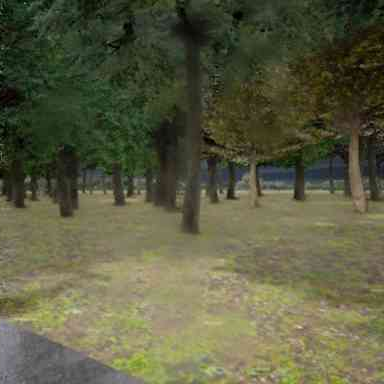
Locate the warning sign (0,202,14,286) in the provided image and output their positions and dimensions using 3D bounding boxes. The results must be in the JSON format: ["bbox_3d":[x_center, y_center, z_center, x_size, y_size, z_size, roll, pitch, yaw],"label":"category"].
[{"bbox_3d":[-4.911,1.162,7.443,1.060,1.860,1.300,-1,0,36],"label":"warning sign"}]
